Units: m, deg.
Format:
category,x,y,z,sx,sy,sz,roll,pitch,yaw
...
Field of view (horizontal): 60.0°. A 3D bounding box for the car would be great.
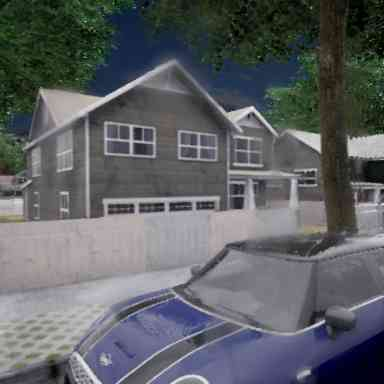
category,x,y,z,sx,sy,sz,roll,pitch,yaw
car,0.998,1.344,3.775,4.553,1.767,2.097,0,0,-35
